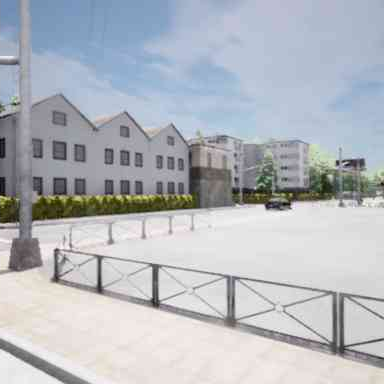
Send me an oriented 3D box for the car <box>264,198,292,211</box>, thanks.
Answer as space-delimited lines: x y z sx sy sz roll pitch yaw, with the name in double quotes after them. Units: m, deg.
10.355 1.417 39.816 1.882 1.535 5.008 -1 0 35 "car"
